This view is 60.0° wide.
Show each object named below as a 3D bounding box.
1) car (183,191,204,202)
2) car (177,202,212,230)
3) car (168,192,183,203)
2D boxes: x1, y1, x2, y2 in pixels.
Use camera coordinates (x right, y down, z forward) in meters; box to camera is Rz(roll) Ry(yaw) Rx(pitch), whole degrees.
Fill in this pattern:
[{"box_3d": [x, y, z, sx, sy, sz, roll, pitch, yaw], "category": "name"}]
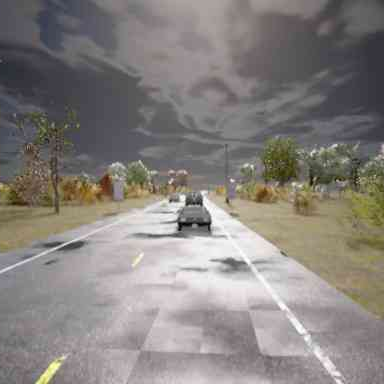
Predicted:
[{"box_3d": [0.289, 0.955, 41.344, 2.150, 2.045, 5.566, 0, 0, 0], "category": "car"}, {"box_3d": [0.148, 1.473, 19.796, 1.895, 1.301, 4.718, 0, 0, 0], "category": "car"}, {"box_3d": [-3.153, 1.119, 60.007, 1.837, 1.490, 4.892, 0, 0, 1], "category": "car"}]
